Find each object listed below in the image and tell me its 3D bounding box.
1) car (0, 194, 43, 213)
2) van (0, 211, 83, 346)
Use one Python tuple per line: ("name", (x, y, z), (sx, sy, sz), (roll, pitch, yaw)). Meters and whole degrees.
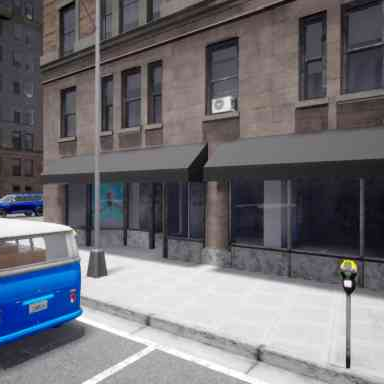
("car", (-15.445, 1.213, 29.368), (2.150, 2.045, 5.566), (0, 0, 35))
("van", (-3.622, 1.341, 5.660), (3.998, 1.788, 1.690), (0, 0, 36))
